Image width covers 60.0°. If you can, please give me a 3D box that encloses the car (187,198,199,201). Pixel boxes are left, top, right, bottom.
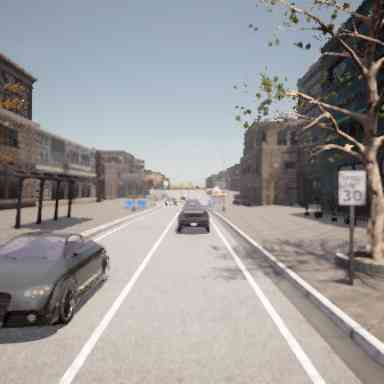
[{"bbox_3d":[0.103,1.527,39.105,2.097,1.767,4.553,0,-1,0],"label":"car"}]

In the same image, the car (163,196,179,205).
[{"bbox_3d":[-2.997,1.371,47.666,1.837,1.490,4.892,0,0,0],"label":"car"}]

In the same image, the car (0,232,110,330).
[{"bbox_3d":[-3.100,1.563,6.929,1.994,1.385,4.181,0,0,0],"label":"car"}]

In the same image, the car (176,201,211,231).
[{"bbox_3d":[0.102,1.502,20.390,1.837,1.490,4.892,0,0,0],"label":"car"}]
